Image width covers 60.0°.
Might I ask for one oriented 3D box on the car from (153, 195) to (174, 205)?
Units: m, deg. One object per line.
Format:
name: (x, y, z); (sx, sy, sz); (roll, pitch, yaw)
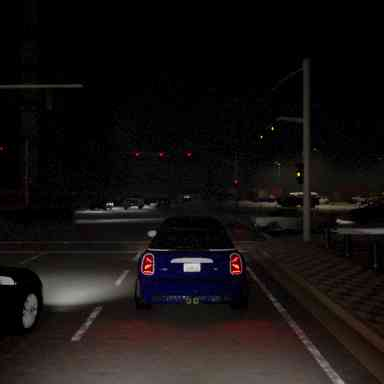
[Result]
car: (-4.240, 1.547, 50.029); (2.033, 1.411, 5.357); (0, 0, 0)

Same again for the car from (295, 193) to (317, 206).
car: (20.860, 1.419, 58.608); (3.905, 1.438, 1.784); (0, 0, 0)

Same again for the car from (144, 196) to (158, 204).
car: (-8.066, 1.491, 65.989); (2.128, 1.511, 4.902); (0, 0, 0)

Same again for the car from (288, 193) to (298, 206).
car: (20.798, 1.209, 61.291); (4.605, 1.855, 1.932); (0, 0, 0)

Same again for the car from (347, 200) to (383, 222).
car: (15.017, 1.581, 26.717); (4.674, 1.442, 1.812); (0, 0, -1)

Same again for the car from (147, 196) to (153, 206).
car: (-8.005, 1.601, 55.830); (1.895, 1.301, 4.718); (0, 0, 0)

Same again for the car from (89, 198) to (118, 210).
car: (-11.364, 1.547, 42.129); (2.033, 1.411, 5.357); (0, 0, 0)

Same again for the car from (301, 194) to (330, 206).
car: (20.870, 1.451, 55.713); (3.806, 1.475, 1.970); (0, 0, 0)

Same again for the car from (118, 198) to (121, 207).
car: (-11.469, 1.601, 51.717); (1.895, 1.301, 4.718); (0, 0, 0)

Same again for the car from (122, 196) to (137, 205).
car: (-11.550, 1.478, 61.900); (1.882, 1.535, 5.008); (0, 0, 0)

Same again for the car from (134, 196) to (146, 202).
car: (-11.636, 1.573, 74.921); (1.895, 1.301, 4.718); (0, 0, -1)

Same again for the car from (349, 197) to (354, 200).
car: (35.890, 1.419, 69.798); (3.905, 1.438, 1.784); (0, 0, 0)

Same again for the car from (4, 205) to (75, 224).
car: (-11.329, 1.626, 25.034); (4.718, 1.301, 1.895); (0, 0, -19)

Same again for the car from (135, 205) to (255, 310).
car: (-0.023, 1.352, 8.003); (2.097, 1.767, 4.553); (0, 0, -1)

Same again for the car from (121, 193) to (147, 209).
car: (-7.913, 1.221, 45.803); (2.150, 2.045, 5.566); (0, 0, -3)

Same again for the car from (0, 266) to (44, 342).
car: (-3.489, 1.505, 3.839); (1.837, 1.490, 4.892); (0, 0, 0)

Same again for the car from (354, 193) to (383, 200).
car: (35.838, 1.209, 66.902); (4.605, 1.855, 1.932); (0, 0, 0)

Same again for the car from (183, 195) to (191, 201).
car: (-1.219, 1.386, 82.537); (1.812, 1.442, 4.674); (0, 0, -1)

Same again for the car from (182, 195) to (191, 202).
car: (-1.108, 1.595, 72.469); (1.895, 1.301, 4.718); (0, 0, -1)

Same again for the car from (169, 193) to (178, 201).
car: (-4.728, 1.225, 83.353); (2.150, 2.045, 5.566); (0, 0, -1)

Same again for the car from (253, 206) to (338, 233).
car: (5.927, 1.650, 19.468); (4.718, 1.301, 1.895); (0, 0, 0)
